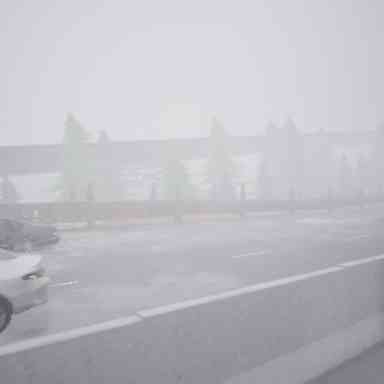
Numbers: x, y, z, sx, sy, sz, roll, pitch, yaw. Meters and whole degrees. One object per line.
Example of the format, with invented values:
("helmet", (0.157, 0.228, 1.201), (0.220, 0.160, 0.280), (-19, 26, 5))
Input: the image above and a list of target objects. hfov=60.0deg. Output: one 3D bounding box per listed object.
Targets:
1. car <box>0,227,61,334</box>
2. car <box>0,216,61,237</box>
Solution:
("car", (-4.653, 1.531, 4.966), (4.674, 1.442, 1.812), (0, 0, -35))
("car", (-7.473, 1.547, 11.531), (5.357, 1.411, 2.033), (0, 0, -35))
